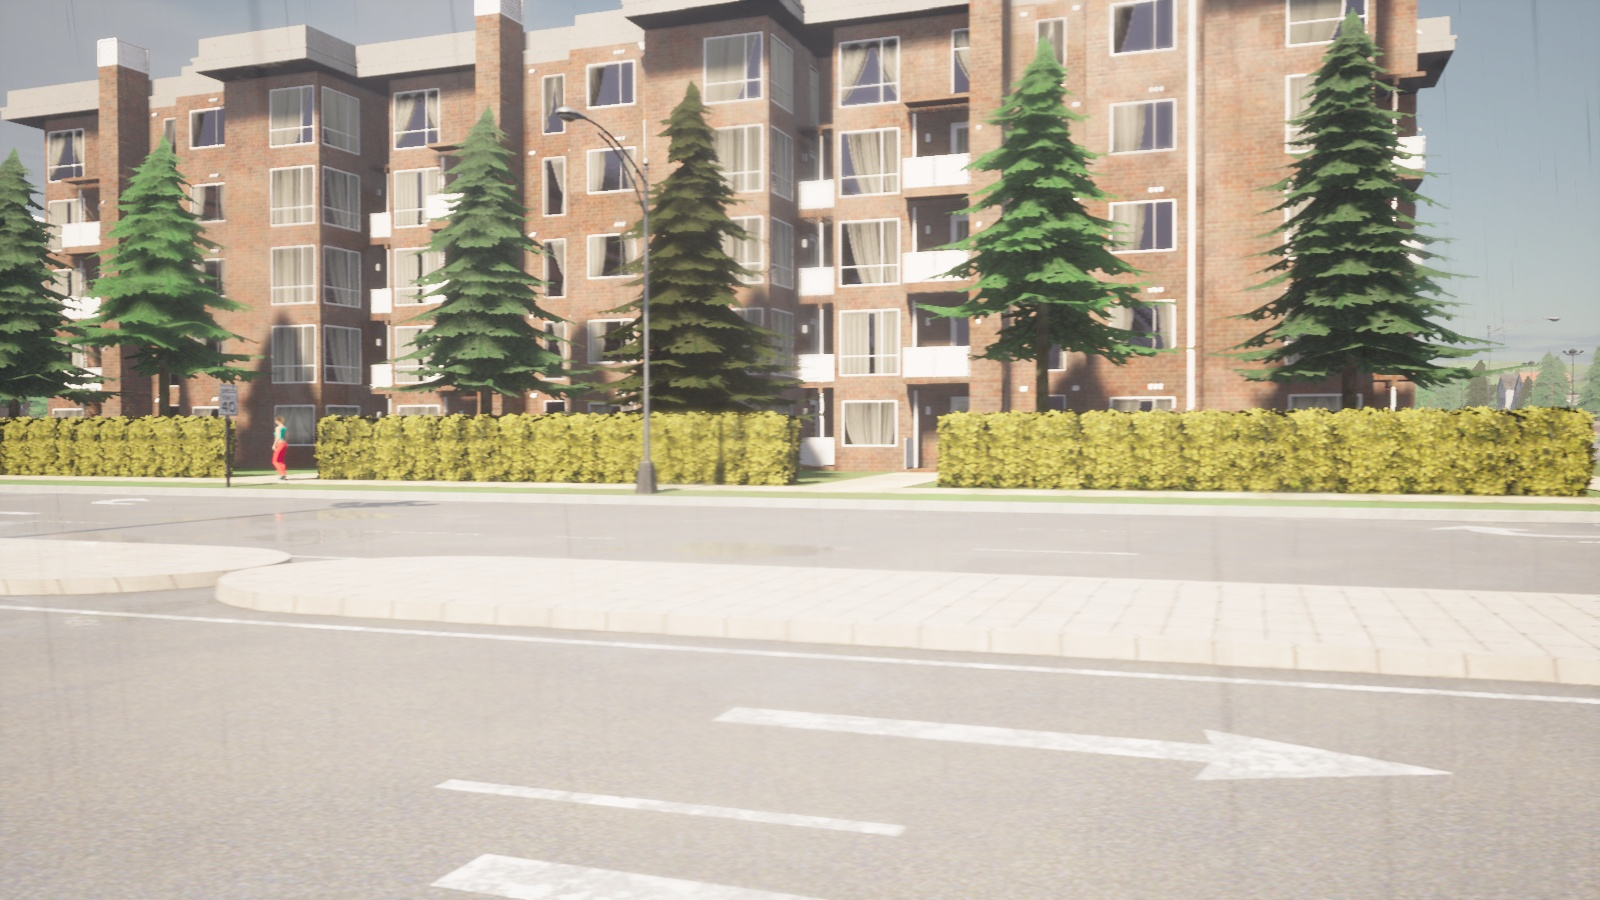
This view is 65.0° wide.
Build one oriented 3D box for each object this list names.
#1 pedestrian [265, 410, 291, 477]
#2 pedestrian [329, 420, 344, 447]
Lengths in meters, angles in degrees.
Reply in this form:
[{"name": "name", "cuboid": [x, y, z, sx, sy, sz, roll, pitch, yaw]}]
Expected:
[{"name": "pedestrian", "cuboid": [-14.557, -0.186, 35.030, 0.594, 1.836, 0.345, 1, 1, 19]}, {"name": "pedestrian", "cuboid": [-32.216, -1.146, 87.322, 0.563, 1.883, 0.849, 1, 1, 22]}]
